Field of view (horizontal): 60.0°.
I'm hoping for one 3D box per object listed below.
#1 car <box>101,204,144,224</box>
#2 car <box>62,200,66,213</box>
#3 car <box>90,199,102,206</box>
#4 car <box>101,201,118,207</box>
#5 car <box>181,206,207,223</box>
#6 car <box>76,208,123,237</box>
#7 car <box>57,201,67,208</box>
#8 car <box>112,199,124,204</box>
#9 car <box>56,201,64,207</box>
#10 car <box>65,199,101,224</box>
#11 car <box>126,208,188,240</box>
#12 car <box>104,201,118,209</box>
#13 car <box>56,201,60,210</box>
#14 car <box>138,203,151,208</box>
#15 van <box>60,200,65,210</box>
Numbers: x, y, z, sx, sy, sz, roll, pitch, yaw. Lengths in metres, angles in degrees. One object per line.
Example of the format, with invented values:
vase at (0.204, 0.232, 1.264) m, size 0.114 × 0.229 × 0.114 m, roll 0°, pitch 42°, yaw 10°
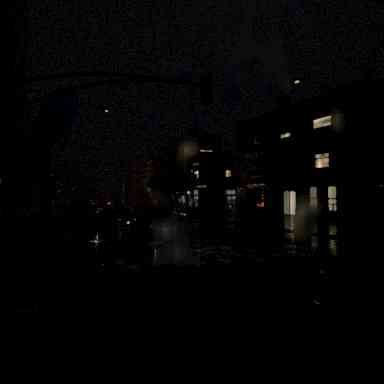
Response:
car at (-5.880, 1.986, 27.633) m, size 2.033 × 1.411 × 5.357 m, roll -1°, pitch -1°, yaw -24°
car at (-14.344, 2.142, 40.523) m, size 1.967 × 1.590 × 4.097 m, roll -2°, pitch 0°, yaw -24°
car at (-24.617, 2.629, 85.124) m, size 2.192 × 1.841 × 5.009 m, roll -2°, pitch 0°, yaw -24°
car at (-9.908, 2.099, 36.911) m, size 1.837 × 1.490 × 4.892 m, roll -1°, pitch 0°, yaw -23°
car at (-0.188, 1.919, 29.364) m, size 2.008 × 1.369 × 4.403 m, roll -2°, pitch 0°, yaw -24°
car at (-5.901, 1.936, 20.847) m, size 1.947 × 1.339 × 4.313 m, roll -2°, pitch 0°, yaw -24°
car at (-30.087, 2.858, 76.713) m, size 1.887 × 1.381 × 4.507 m, roll -2°, pitch 0°, yaw -24°
car at (-13.570, 2.200, 59.755) m, size 2.192 × 1.841 × 5.009 m, roll -2°, pitch 0°, yaw -24°
car at (-34.439, 3.008, 86.705) m, size 1.752 × 1.417 × 4.829 m, roll -2°, pitch 0°, yaw -24°
car at (-10.012, 1.846, 30.340) m, size 2.192 × 1.841 × 5.009 m, roll -2°, pitch 0°, yaw -24°
car at (-2.132, 1.857, 19.040) m, size 1.994 × 1.385 × 4.181 m, roll -1°, pitch -1°, yaw -24°
car at (-15.840, 2.499, 64.984) m, size 1.752 × 1.417 × 4.829 m, roll -2°, pitch 0°, yaw -24°
car at (-23.465, 2.371, 61.491) m, size 2.192 × 1.841 × 5.009 m, roll -2°, pitch 0°, yaw -24°
car at (-6.630, 2.167, 43.864) m, size 2.008 × 1.369 × 4.403 m, roll -2°, pitch 0°, yaw -24°
van at (-19.046, 2.226, 51.344) m, size 1.690 × 1.788 × 3.998 m, roll -2°, pitch 0°, yaw -24°
